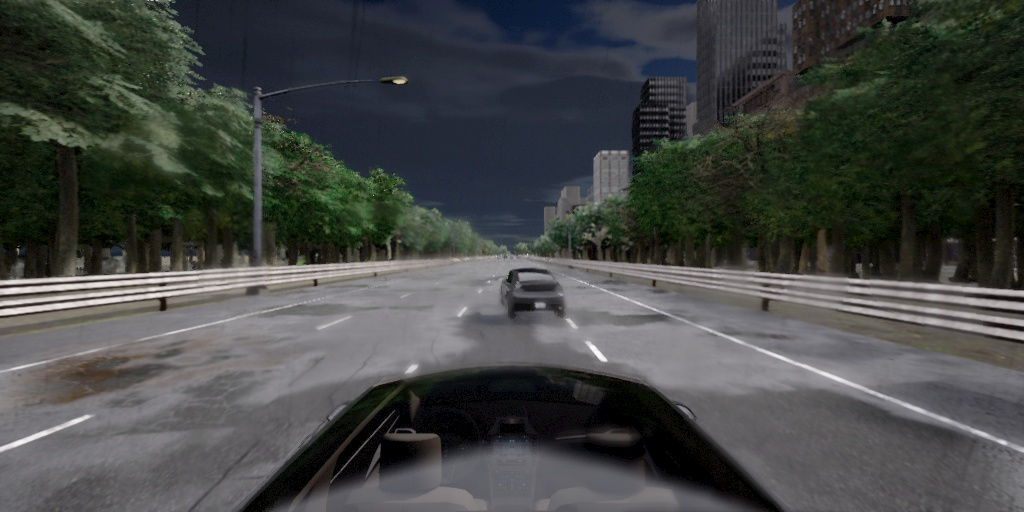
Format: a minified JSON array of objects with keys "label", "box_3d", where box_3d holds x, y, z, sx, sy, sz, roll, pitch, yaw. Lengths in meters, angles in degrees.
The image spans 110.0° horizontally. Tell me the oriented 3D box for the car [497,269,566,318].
[{"label":"car","box_3d":[0.619,1.193,12.984,1.837,1.490,4.892,-1,1,-5]}]
